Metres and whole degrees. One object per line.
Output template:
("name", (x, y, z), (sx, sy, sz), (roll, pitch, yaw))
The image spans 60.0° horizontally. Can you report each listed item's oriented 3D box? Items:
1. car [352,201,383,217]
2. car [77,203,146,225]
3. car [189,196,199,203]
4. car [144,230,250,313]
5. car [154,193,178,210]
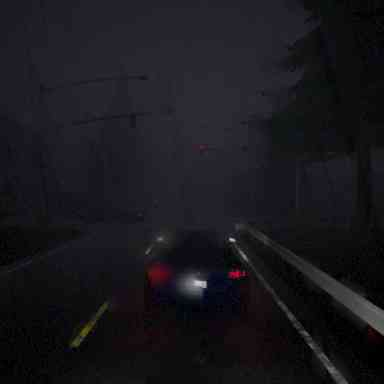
("car", (15.461, 1.489, 26.657), (4.892, 1.490, 1.837), (0, 0, 0))
("car", (-5.565, 1.513, 23.227), (4.674, 1.442, 1.812), (0, 0, 1))
("car", (0.444, 1.525, 66.310), (1.812, 1.442, 4.674), (0, 0, 0))
("car", (0.111, 1.564, 7.745), (1.994, 1.385, 4.181), (0, 0, 1))
("car", (-3.309, 1.352, 42.244), (2.097, 1.767, 4.553), (0, 0, 1))
